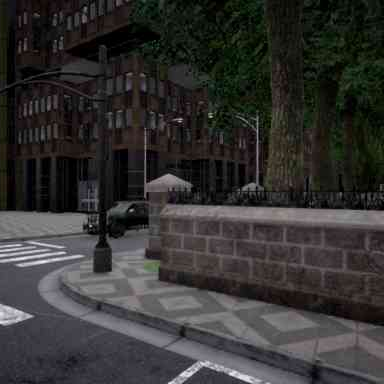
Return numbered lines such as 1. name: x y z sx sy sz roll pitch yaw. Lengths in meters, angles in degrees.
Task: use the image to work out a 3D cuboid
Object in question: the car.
1. car: -3.799 1.538 20.016 2.150 2.045 5.566 0 -1 36
